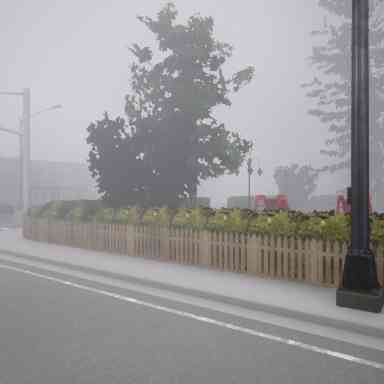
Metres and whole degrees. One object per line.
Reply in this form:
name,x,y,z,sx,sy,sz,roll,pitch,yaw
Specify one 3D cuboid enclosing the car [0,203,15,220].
car,-16.835,1.478,26.385,1.882,1.535,5.008,0,0,35
